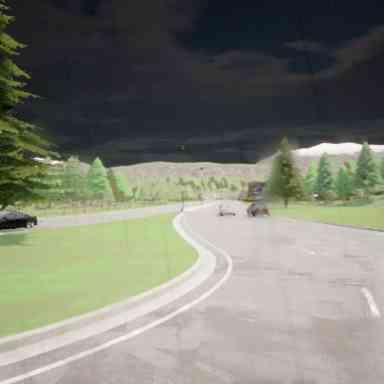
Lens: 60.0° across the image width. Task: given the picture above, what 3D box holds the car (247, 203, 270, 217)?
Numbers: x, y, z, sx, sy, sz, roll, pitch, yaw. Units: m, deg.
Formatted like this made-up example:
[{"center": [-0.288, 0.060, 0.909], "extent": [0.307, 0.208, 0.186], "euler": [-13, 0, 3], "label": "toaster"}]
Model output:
[{"center": [8.194, 2.135, 41.448], "extent": [2.097, 1.767, 4.553], "euler": [-1, -1, 0], "label": "car"}]

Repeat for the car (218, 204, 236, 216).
[{"center": [4.733, 2.447, 44.940], "extent": [1.812, 1.442, 4.674], "euler": [-1, -1, 1], "label": "car"}]

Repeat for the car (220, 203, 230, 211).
[{"center": [6.462, 2.934, 64.927], "extent": [1.895, 1.301, 4.718], "euler": [-1, -1, 7], "label": "car"}]

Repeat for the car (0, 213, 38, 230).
[{"center": [-14.601, 2.323, 26.161], "extent": [1.882, 1.535, 5.008], "euler": [-1, -1, 24], "label": "car"}]
